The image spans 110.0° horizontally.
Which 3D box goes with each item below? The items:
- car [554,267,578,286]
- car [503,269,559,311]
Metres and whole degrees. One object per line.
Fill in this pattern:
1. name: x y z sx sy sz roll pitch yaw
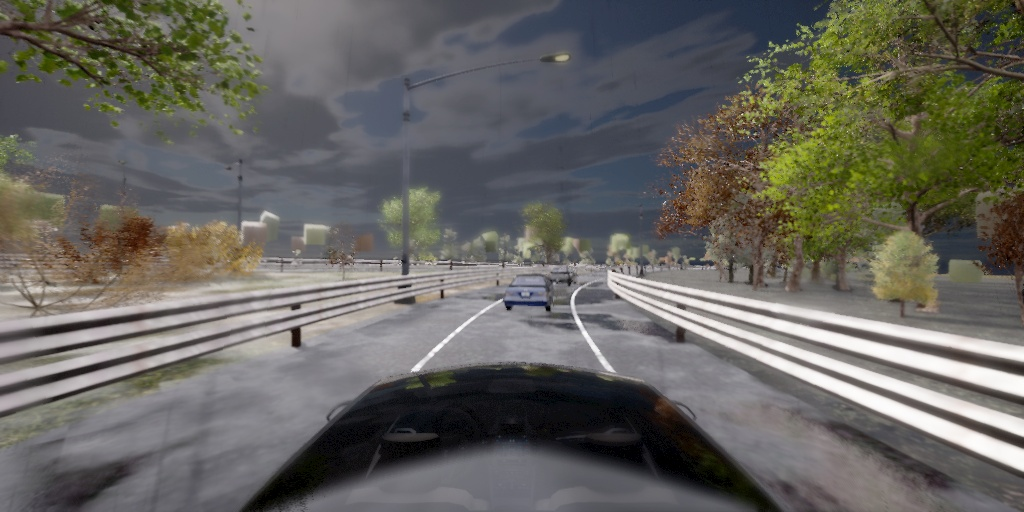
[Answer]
1. car: 4.311 1.696 30.068 2.128 1.511 4.902 0 -1 18
2. car: 0.858 1.473 15.479 2.033 1.411 5.357 0 -1 8
